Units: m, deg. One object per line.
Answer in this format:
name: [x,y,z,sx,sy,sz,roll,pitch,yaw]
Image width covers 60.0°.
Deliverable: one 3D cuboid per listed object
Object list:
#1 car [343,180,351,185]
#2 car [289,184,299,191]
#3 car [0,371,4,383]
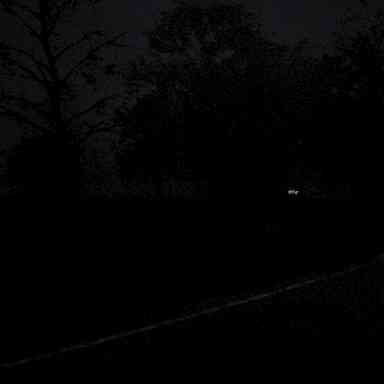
car: [35.357,-2.434,79.198,4.902,1.511,2.128,-4,3,-11]
car: [21.799,-0.998,70.011,1.994,1.385,4.181,-2,3,31]
car: [-3.474,1.355,1.603,4.553,1.767,2.097,0,0,-36]
